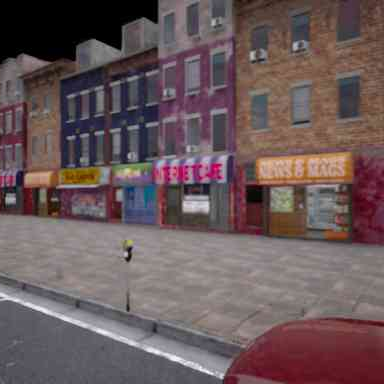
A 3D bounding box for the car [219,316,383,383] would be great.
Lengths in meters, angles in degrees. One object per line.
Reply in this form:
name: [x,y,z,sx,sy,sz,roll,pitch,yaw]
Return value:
car: [2.357,1.311,1.133,5.009,1.841,2.192,0,0,35]
